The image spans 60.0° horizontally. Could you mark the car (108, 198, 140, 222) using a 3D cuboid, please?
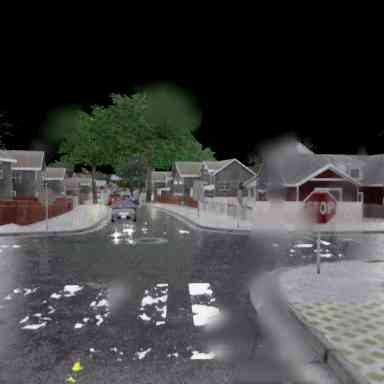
[{"bbox_3d":[-5.293,1.484,26.072,2.128,1.511,4.902,0,0,-10],"label":"car"}]

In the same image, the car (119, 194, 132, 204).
[{"bbox_3d":[-13.132,1.309,65.758,2.097,1.767,4.553,0,0,-16],"label":"car"}]

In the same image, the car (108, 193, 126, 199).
[{"bbox_3d":[-12.733,1.202,55.070,2.150,2.045,5.566,0,0,-17],"label":"car"}]

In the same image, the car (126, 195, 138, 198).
[{"bbox_3d":[-10.195,1.312,56.233,2.097,1.767,4.553,0,0,-17],"label":"car"}]
